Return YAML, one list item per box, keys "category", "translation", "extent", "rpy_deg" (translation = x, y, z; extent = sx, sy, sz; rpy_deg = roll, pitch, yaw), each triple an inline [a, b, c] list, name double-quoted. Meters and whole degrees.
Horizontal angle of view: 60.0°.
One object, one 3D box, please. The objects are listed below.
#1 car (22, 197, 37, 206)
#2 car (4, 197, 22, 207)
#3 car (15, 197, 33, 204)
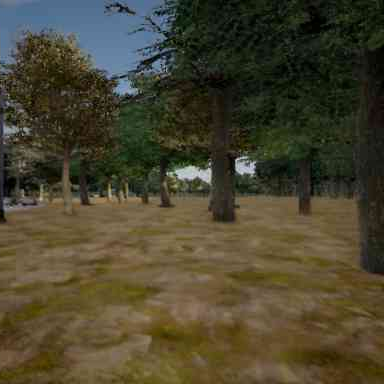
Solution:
- category: "car"
  translation: [-28.067, 1.750, 57.606]
  extent: [1.994, 1.385, 4.181]
  rpy_deg: [0, 0, -19]
- category: "car"
  translation: [-30.299, 1.652, 54.904]
  extent: [2.128, 1.511, 4.902]
  rpy_deg: [1, 0, -16]
- category: "car"
  translation: [-36.600, 1.906, 72.458]
  extent: [2.128, 1.511, 4.902]
  rpy_deg: [1, -2, -44]
